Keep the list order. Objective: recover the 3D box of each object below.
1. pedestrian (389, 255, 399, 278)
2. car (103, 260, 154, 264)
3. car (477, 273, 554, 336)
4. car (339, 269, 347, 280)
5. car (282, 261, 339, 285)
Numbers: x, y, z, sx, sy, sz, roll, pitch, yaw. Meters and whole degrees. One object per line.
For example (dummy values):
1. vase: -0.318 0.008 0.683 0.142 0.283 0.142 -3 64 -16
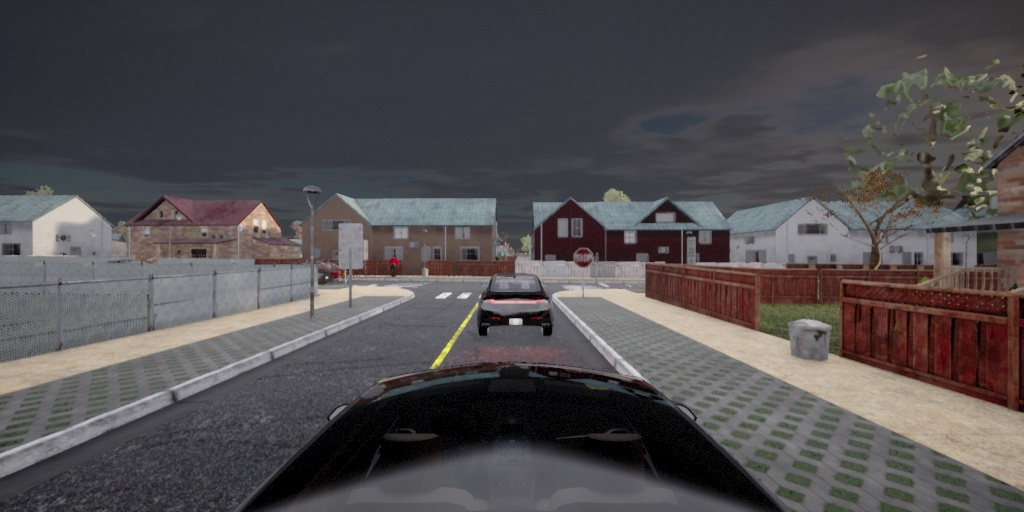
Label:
1. pedestrian: -9.430 0.790 28.542 0.375 1.860 0.375 0 0 1
2. car: -24.221 1.015 22.968 4.892 1.490 1.837 1 0 1
3. car: 0.077 1.237 10.321 2.128 1.511 4.902 0 0 0
4. car: -14.498 1.081 25.746 5.008 1.535 1.882 1 0 2
5. car: -13.713 1.182 22.770 4.181 1.385 1.994 1 0 2
